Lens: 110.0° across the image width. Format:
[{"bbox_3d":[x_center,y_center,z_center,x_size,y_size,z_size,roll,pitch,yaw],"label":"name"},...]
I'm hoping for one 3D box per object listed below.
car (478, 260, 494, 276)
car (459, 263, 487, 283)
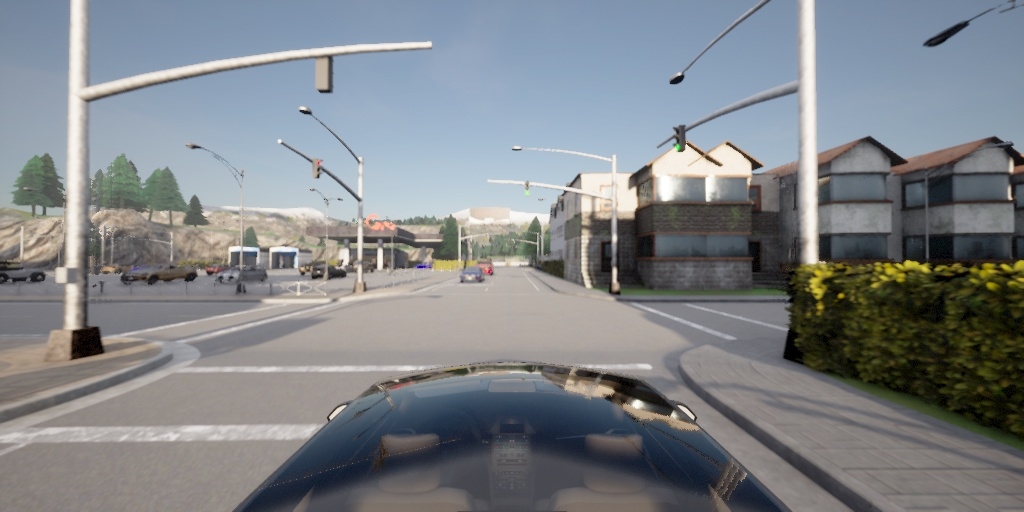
[{"bbox_3d":[-3.552,1.527,46.715,2.150,2.045,5.566,0,-1,1],"label":"car"},{"bbox_3d":[-3.579,1.660,32.807,1.812,1.442,4.674,0,-1,0],"label":"car"}]
